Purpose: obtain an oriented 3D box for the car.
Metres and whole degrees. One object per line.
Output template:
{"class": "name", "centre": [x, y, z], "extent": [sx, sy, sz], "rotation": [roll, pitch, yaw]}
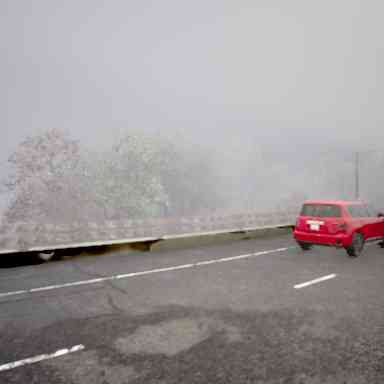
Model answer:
{"class": "car", "centre": [6.400, 1.371, 13.858], "extent": [5.566, 2.045, 2.150], "rotation": [0, 0, -43]}
